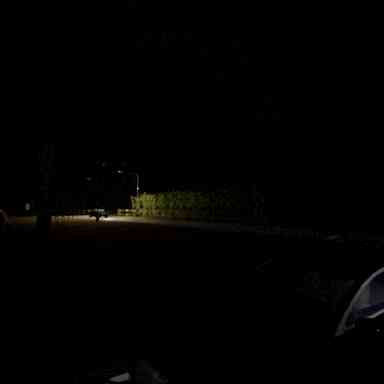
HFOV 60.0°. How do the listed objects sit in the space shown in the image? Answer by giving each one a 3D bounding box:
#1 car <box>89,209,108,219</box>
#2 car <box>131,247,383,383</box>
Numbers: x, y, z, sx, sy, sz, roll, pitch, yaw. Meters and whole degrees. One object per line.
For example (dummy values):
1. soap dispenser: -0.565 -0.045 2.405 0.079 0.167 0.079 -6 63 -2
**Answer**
1. car: -14.873 3.403 52.735 2.128 1.511 4.902 2 -3 -35
2. car: 1.644 1.523 4.131 4.902 1.511 2.128 1 0 -36
